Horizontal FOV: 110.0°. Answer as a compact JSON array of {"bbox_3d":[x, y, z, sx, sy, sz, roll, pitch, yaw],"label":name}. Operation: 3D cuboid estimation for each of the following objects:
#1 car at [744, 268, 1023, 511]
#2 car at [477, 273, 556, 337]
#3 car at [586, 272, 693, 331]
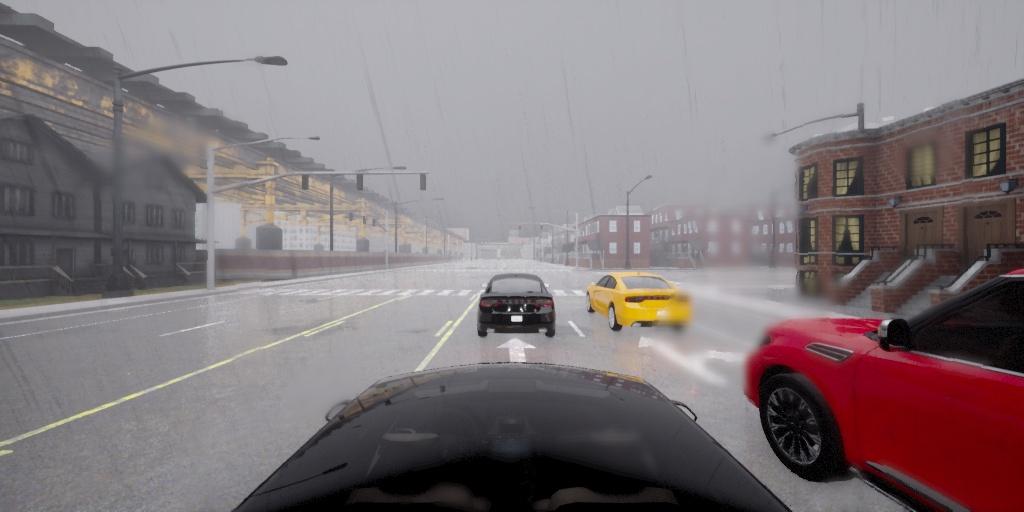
[{"bbox_3d":[3.598,0.971,1.530,2.150,2.045,5.566,0,0,0],"label":"car"},{"bbox_3d":[0.107,1.228,10.353,1.882,1.535,5.008,0,0,0],"label":"car"},{"bbox_3d":[3.609,1.228,11.055,1.882,1.535,5.008,0,0,0],"label":"car"}]
